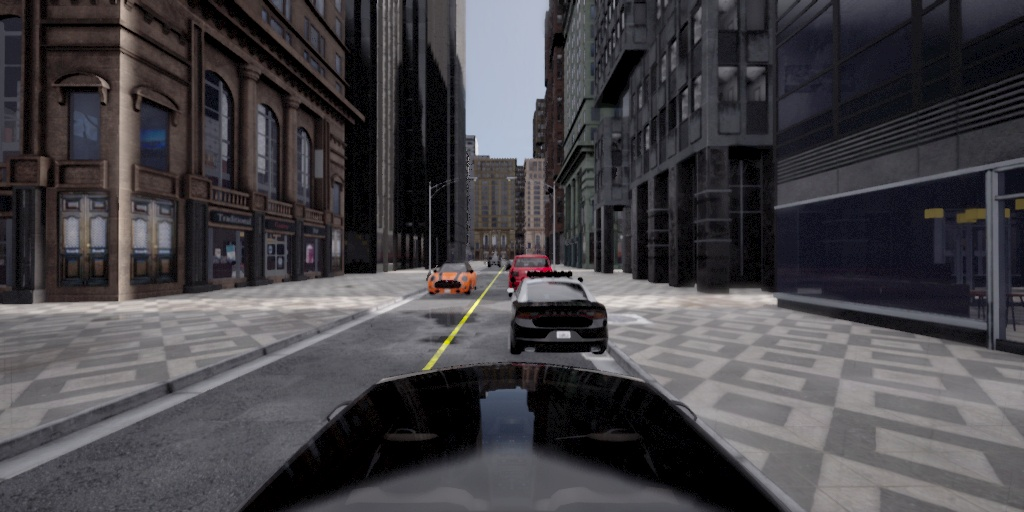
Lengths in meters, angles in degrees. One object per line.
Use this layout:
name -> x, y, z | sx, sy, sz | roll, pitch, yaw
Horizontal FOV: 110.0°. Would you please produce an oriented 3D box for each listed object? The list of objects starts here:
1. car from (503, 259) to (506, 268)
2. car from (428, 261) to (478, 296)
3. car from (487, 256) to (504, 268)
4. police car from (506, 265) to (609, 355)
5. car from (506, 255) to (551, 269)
car -> 0.092, 1.382, 48.560 | 1.895, 1.301, 4.718 | 0, 0, 1
car -> -3.086, 1.101, 19.424 | 2.097, 1.767, 4.553 | 0, 0, 0
car -> -3.019, 1.027, 61.538 | 2.150, 2.045, 5.566 | 0, 0, 0
police car -> 0.905, 1.174, 8.856 | 1.930, 1.638, 5.238 | 0, 0, 0
car -> 0.915, 0.973, 18.778 | 2.150, 2.045, 5.566 | 0, 0, 0
